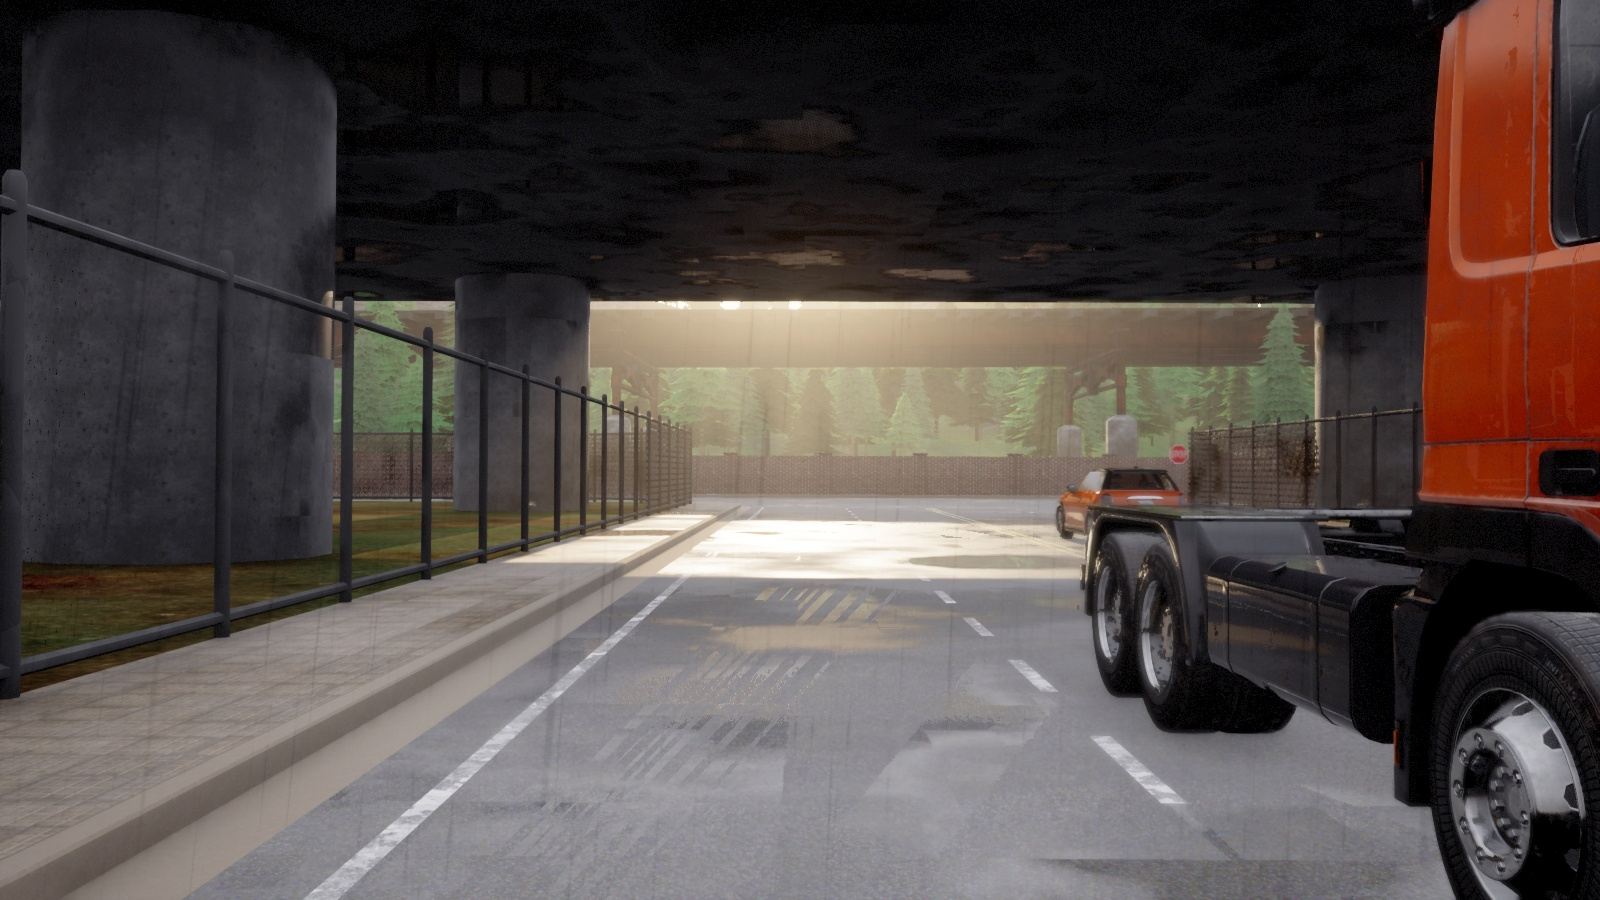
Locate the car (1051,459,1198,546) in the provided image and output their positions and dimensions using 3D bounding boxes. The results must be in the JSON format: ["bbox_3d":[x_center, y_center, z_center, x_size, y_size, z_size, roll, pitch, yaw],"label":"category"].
[{"bbox_3d":[7.111,1.114,28.022,2.097,1.767,4.553,0,-1,0],"label":"car"}]

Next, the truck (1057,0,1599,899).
[{"bbox_3d":[3.521,-0.079,6.109,2.891,3.462,7.936,0,-1,0],"label":"truck"}]

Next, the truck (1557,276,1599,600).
[{"bbox_3d":[10.540,-0.200,11.450,2.891,3.827,8.468,0,-1,6],"label":"truck"}]
